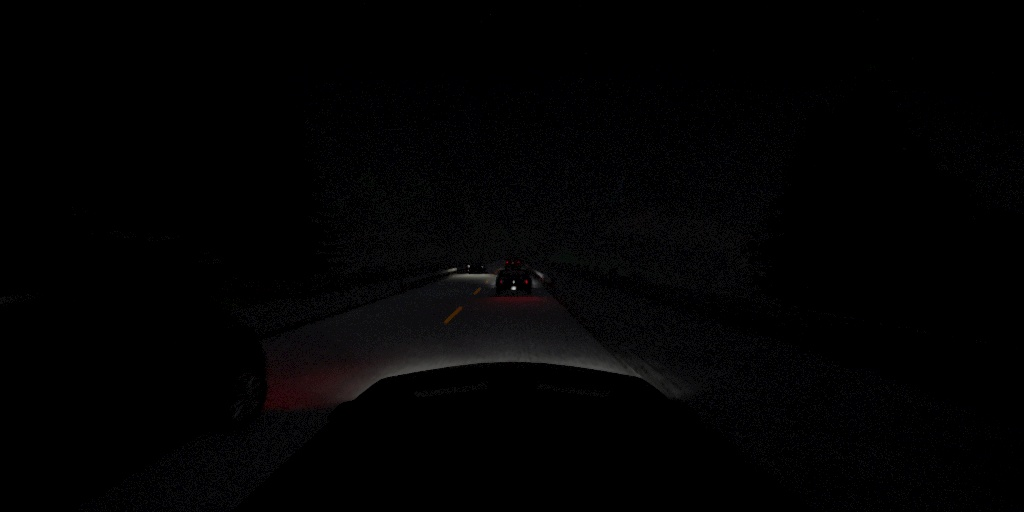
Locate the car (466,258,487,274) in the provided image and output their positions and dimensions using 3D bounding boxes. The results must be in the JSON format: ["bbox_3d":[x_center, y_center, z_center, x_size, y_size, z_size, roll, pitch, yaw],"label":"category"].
[{"bbox_3d":[-4.075,1.148,42.083,2.097,1.767,4.553,0,0,0],"label":"car"}]

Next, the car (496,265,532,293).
[{"bbox_3d":[0.097,1.372,20.764,1.895,1.301,4.718,0,0,0],"label":"car"}]

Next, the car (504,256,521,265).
[{"bbox_3d":[0.103,1.027,50.919,2.150,2.045,5.566,0,0,0],"label":"car"}]

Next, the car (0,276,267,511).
[{"bbox_3d":[-4.100,1.103,2.534,2.097,1.767,4.553,0,0,0],"label":"car"}]
